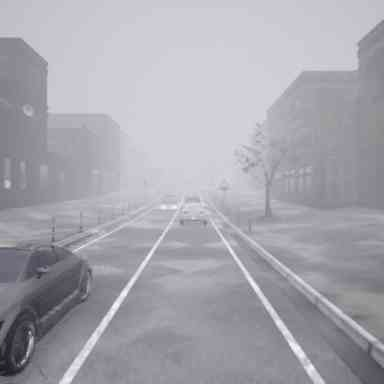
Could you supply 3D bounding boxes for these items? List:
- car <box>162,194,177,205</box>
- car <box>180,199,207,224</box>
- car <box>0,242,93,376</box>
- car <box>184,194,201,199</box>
[{"bbox_3d":[-3.093,0.956,45.669,1.895,1.301,4.718,0,3,0],"label":"car"},{"bbox_3d":[0.097,1.487,24.512,1.812,1.442,4.674,0,1,0],"label":"car"},{"bbox_3d":[-3.100,1.565,5.424,1.994,1.385,4.181,0,0,0],"label":"car"},{"bbox_3d":[0.087,0.998,42.442,2.163,1.488,4.792,0,2,0],"label":"car"}]
